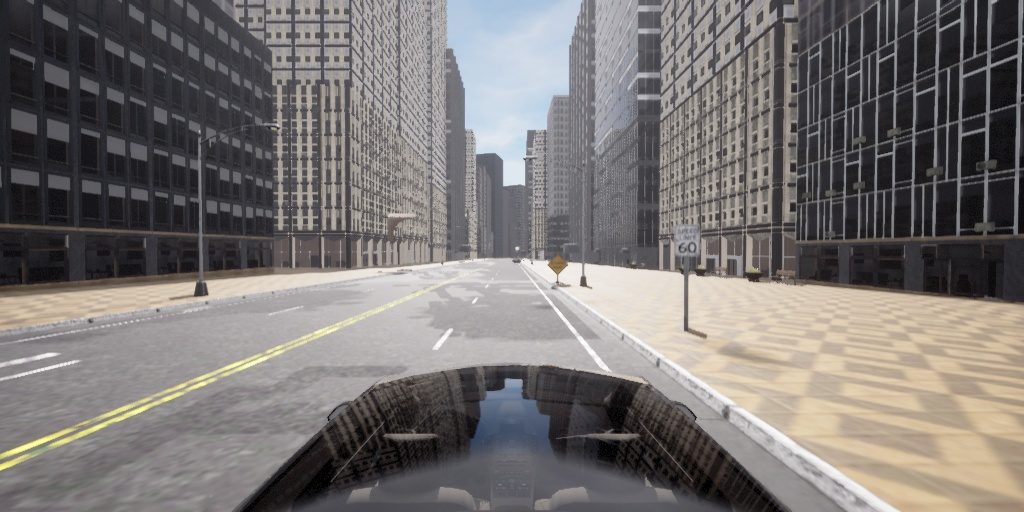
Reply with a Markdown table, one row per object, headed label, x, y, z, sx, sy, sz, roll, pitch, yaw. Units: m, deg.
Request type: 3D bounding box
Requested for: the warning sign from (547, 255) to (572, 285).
| label | x | y | z | sx | sy | sz | roll | pitch | yaw |
| --- | --- | --- | --- | --- | --- | --- | --- | --- | --- |
| warning sign | 2.850 | 0.834 | 22.470 | 1.300 | 1.860 | 1.060 | 0 | 0 | 0 |
